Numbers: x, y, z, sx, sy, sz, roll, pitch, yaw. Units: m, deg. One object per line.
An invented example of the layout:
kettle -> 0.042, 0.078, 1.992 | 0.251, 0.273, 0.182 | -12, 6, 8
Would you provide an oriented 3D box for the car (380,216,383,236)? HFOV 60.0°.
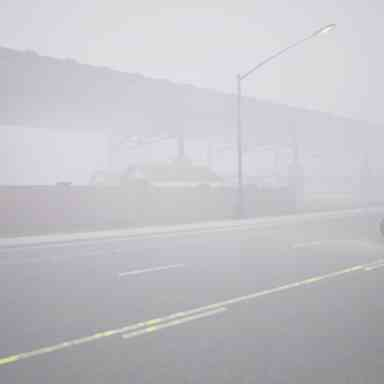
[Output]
car -> 11.045, 1.306, 16.104 | 5.008, 1.535, 1.882 | -1, 0, -35
